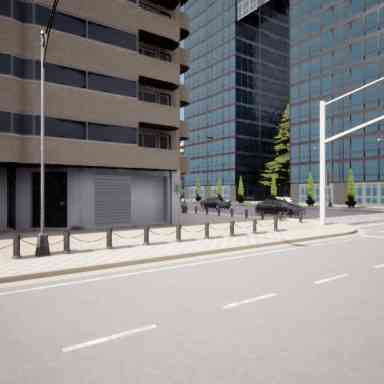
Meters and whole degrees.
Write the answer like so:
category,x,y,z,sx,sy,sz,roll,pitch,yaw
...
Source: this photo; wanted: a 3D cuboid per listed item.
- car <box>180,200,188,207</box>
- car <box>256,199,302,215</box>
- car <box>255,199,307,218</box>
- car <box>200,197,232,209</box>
category,x,y,z,sx,sy,sz,roll,pitch,yaw
car,-2.413,1.470,44.057,1.812,1.442,4.674,0,0,-35
car,8.874,1.508,34.158,1.994,1.385,4.181,0,0,-36
car,7.823,1.448,29.636,1.837,1.490,4.892,0,0,-37
car,3.012,1.448,42.421,1.837,1.490,4.892,0,0,-35
